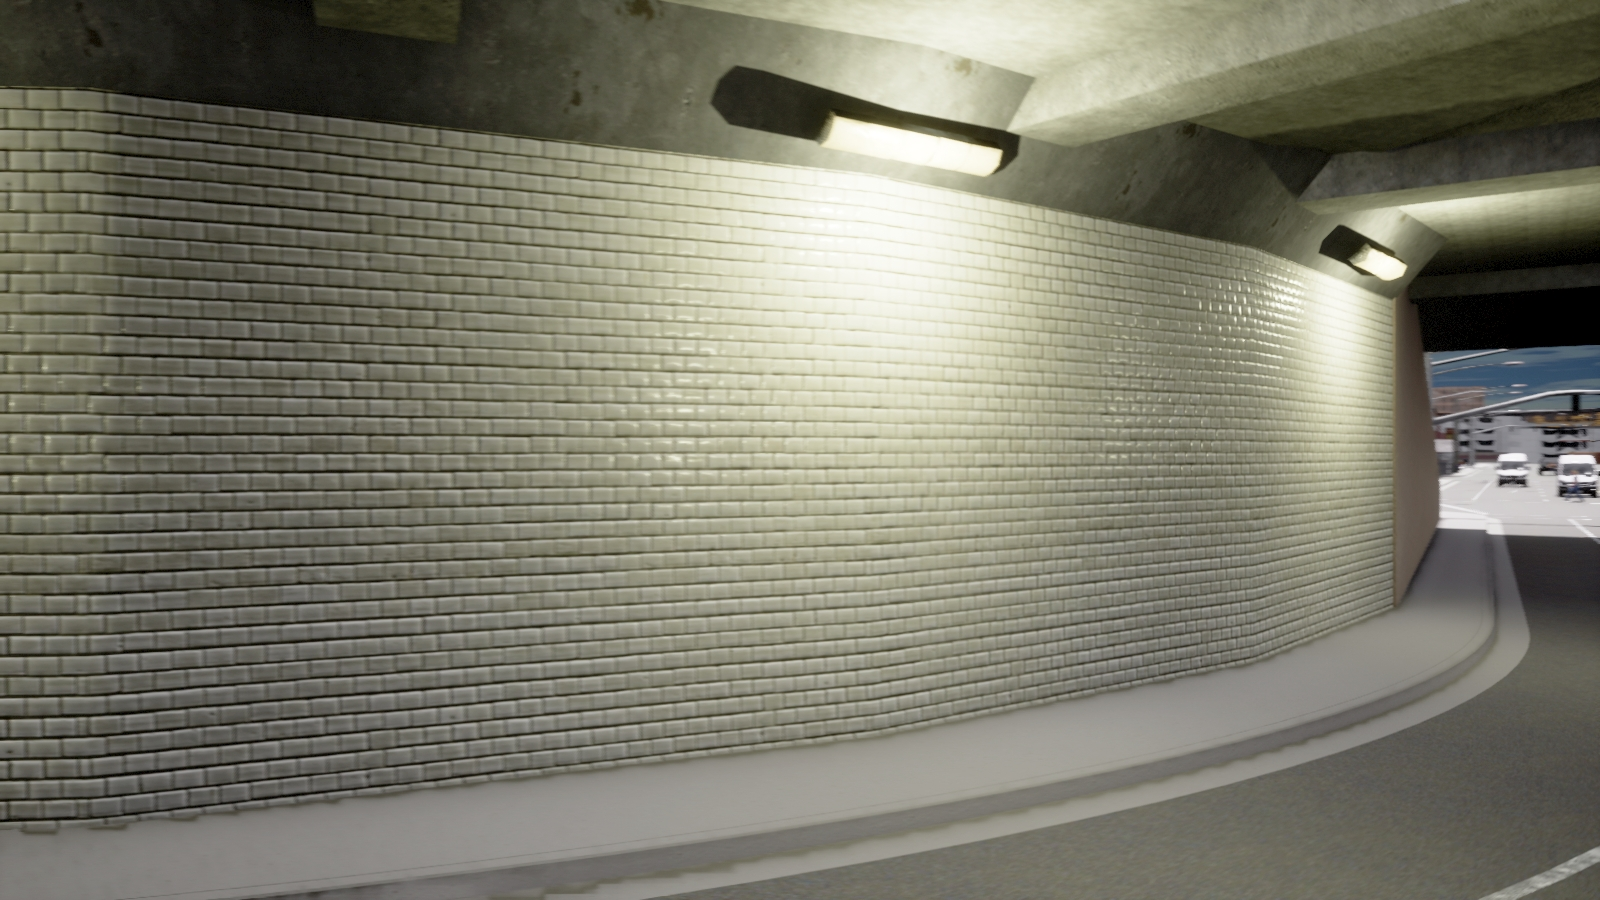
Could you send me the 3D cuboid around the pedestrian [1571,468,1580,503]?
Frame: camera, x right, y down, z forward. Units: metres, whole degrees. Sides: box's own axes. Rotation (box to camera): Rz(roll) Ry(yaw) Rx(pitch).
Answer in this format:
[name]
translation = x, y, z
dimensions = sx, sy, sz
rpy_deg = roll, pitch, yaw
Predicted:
[pedestrian]
translation = 42.540, 1.942, 62.684
dimensions = 0.375, 1.860, 0.375
rpy_deg = 0, 0, 31
